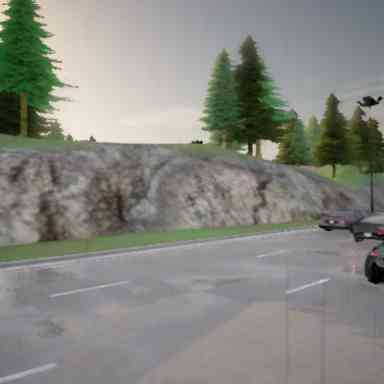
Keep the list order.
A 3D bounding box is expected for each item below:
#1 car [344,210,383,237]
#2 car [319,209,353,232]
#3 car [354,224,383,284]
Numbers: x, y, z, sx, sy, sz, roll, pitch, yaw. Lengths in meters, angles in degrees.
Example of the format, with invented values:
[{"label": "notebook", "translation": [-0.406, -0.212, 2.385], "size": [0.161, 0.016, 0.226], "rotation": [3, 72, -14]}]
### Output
[{"label": "car", "translation": [9.486, 1.708, 16.093], "size": [4.674, 1.442, 1.812], "rotation": [0, -1, -40]}, {"label": "car", "translation": [10.156, 1.818, 21.223], "size": [5.357, 1.411, 2.033], "rotation": [0, -1, -40]}, {"label": "car", "translation": [6.377, 1.654, 8.920], "size": [4.181, 1.385, 1.994], "rotation": [0, -1, -40]}]
